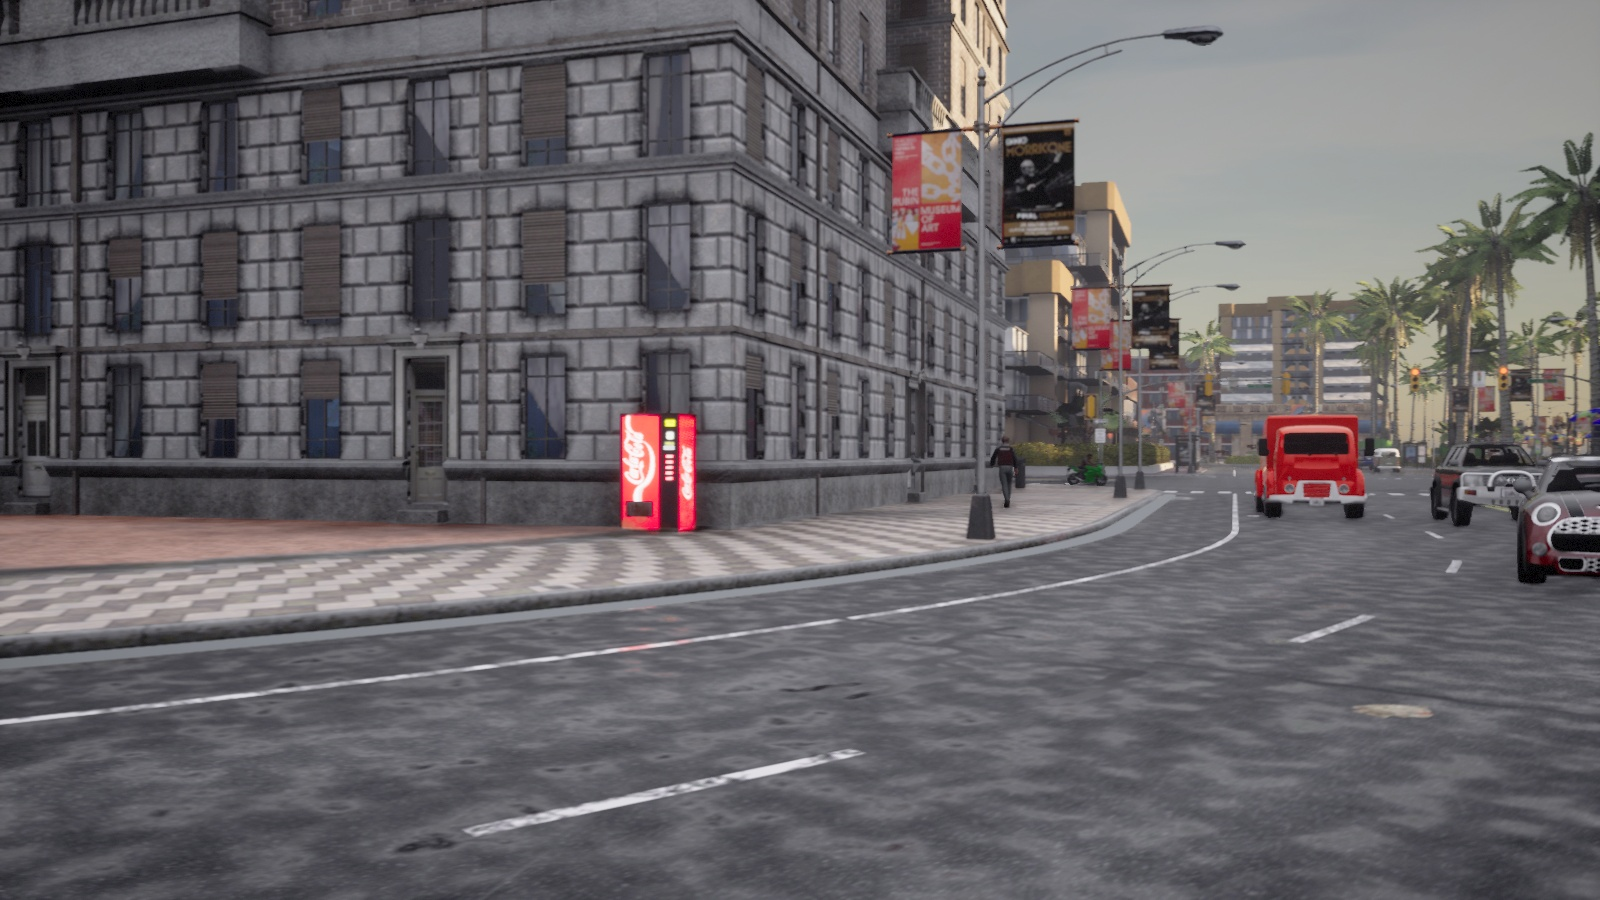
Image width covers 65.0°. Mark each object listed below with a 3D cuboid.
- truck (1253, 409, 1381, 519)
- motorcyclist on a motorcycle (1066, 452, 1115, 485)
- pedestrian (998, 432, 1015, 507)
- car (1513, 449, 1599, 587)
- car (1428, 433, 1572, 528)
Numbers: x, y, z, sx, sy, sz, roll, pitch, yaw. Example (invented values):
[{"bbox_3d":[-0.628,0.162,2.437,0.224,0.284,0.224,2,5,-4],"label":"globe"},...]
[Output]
[{"bbox_3d":[12.647,0.322,31.075,2.627,2.467,5.204,0,0,19],"label":"truck"},{"bbox_3d":[13.656,0.876,59.063,2.044,1.523,0.797,0,1,37],"label":"motorcyclist on a motorcycle"},{"bbox_3d":[5.204,0.487,31.683,0.376,1.854,0.720,0,0,5],"label":"pedestrian"},{"bbox_3d":[9.689,0.732,15.058,1.970,1.475,3.806,0,0,30],"label":"car"},{"bbox_3d":[14.981,0.608,27.127,1.932,1.855,4.605,0,0,19],"label":"car"}]
